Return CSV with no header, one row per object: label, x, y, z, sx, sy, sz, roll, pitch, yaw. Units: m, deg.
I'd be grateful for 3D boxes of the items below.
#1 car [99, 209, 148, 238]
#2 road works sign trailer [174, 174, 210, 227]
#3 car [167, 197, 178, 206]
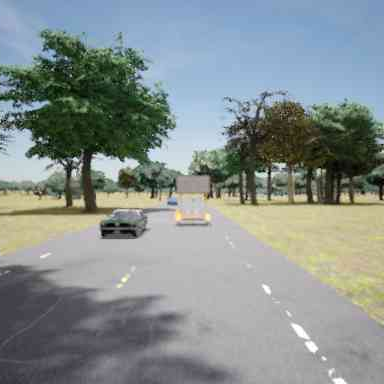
car,-3.598,1.648,18.200,1.895,1.301,4.718,0,0,0
road works sign trailer,0.090,0.524,23.443,2.380,3.560,2.880,0,0,0
car,-3.511,1.671,60.500,1.882,1.535,5.008,0,0,0
